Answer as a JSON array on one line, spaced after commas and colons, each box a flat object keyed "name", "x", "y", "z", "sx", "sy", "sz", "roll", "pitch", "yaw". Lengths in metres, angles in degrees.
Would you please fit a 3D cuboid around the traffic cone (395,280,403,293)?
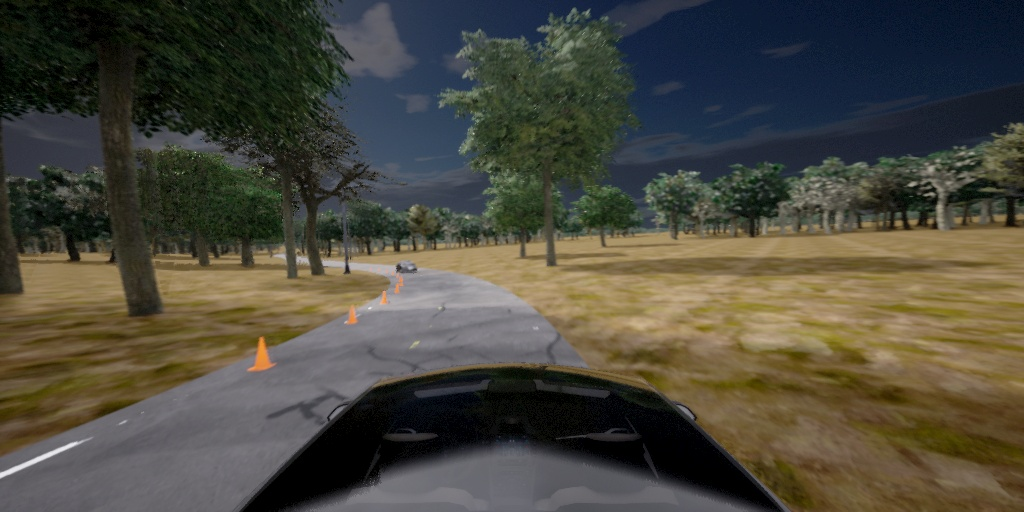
[{"name": "traffic cone", "x": -6.840, "y": 1.908, "z": 21.438, "sx": 0.340, "sy": 0.580, "sz": 0.340, "roll": 0, "pitch": 0, "yaw": -13}]

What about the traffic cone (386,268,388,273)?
[{"name": "traffic cone", "x": -15.376, "y": 1.821, "z": 44.038, "sx": 0.340, "sy": 0.580, "sz": 0.340, "roll": 0, "pitch": 0, "yaw": -29}]

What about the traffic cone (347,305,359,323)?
[{"name": "traffic cone", "x": -5.267, "y": 1.903, "z": 11.871, "sx": 0.340, "sy": 0.580, "sz": 0.340, "roll": 0, "pitch": 0, "yaw": -6}]

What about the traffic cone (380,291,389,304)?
[{"name": "traffic cone", "x": -5.918, "y": 1.909, "z": 16.677, "sx": 0.340, "sy": 0.580, "sz": 0.340, "roll": 0, "pitch": 0, "yaw": -9}]

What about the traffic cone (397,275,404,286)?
[{"name": "traffic cone", "x": -8.028, "y": 1.900, "z": 26.138, "sx": 0.340, "sy": 0.580, "sz": 0.340, "roll": 0, "pitch": 0, "yaw": -16}]

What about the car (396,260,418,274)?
[{"name": "car", "x": -12.798, "y": 1.259, "z": 43.462, "sx": 2.128, "sy": 1.511, "sz": 4.902, "roll": -3, "pitch": 2, "yaw": -28}]

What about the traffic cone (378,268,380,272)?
[{"name": "traffic cone", "x": -17.832, "y": 1.791, "z": 48.217, "sx": 0.340, "sy": 0.580, "sz": 0.340, "roll": 0, "pitch": 0, "yaw": -32}]

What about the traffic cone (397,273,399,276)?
[{"name": "traffic cone", "x": -9.482, "y": 1.888, "z": 30.763, "sx": 0.340, "sy": 0.580, "sz": 0.340, "roll": 0, "pitch": 0, "yaw": -19}]

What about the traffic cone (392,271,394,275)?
[{"name": "traffic cone", "x": -13.162, "y": 1.848, "z": 39.728, "sx": 0.340, "sy": 0.580, "sz": 0.340, "roll": 0, "pitch": 0, "yaw": -26}]

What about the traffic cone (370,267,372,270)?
[{"name": "traffic cone", "x": -20.520, "y": 1.757, "z": 52.249, "sx": 0.340, "sy": 0.580, "sz": 0.340, "roll": 0, "pitch": 0, "yaw": -35}]

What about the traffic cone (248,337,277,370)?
[{"name": "traffic cone", "x": -4.890, "y": 1.891, "z": 7.035, "sx": 0.340, "sy": 0.580, "sz": 0.340, "roll": 0, "pitch": 0, "yaw": -3}]
